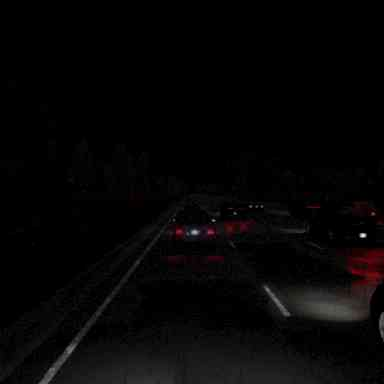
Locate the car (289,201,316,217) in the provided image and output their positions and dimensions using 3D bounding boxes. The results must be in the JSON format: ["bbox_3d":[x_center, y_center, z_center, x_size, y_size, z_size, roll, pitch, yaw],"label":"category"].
[{"bbox_3d":[10.549,1.548,31.195,2.128,1.511,4.902,0,0,0],"label":"car"}]

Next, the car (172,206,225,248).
[{"bbox_3d":[0.096,1.574,15.003,2.033,1.411,5.357,0,0,0],"label":"car"}]

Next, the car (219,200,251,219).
[{"bbox_3d":[3.555,1.545,29.900,2.128,1.511,4.902,0,0,0],"label":"car"}]

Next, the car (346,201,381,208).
[{"bbox_3d":[14.062,1.529,28.316,1.882,1.535,5.008,0,0,0],"label":"car"}]

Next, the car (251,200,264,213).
[{"bbox_3d":[7.006,1.617,38.706,2.033,1.411,5.357,0,0,0],"label":"car"}]

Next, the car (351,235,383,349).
[{"bbox_3d":[3.600,1.512,3.070,1.837,1.490,4.892,0,0,0],"label":"car"}]

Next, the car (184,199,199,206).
[{"bbox_3d":[-0.031,1.645,45.886,1.994,1.385,4.181,0,0,0],"label":"car"}]

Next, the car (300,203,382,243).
[{"bbox_3d":[7.098,1.535,16.222,1.837,1.490,4.892,0,0,0],"label":"car"}]
